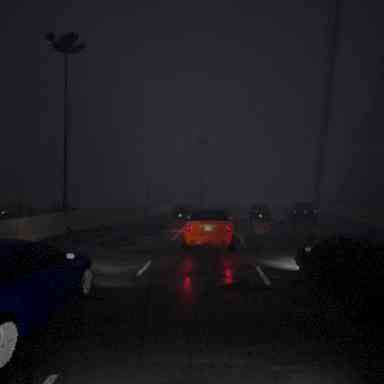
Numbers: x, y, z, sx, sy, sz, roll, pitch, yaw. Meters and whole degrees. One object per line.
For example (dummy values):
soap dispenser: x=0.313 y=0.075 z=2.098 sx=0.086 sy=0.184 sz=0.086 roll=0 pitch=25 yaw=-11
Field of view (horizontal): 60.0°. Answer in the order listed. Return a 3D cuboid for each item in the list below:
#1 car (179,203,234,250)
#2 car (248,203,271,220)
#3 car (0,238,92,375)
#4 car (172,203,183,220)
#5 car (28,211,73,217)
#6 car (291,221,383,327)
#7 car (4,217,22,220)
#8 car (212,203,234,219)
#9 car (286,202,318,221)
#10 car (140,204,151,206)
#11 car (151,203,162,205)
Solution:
car: x=0.816 y=1.507 z=15.285 sx=2.097 sy=1.767 sz=4.553 roll=0 pitch=-1 yaw=4
car: x=6.414 y=1.841 z=31.536 sx=1.837 sy=1.490 sz=4.892 roll=0 pitch=0 yaw=10
car: x=-3.248 y=1.525 z=5.641 sx=1.882 sy=1.535 sz=5.008 roll=0 pitch=0 yaw=2
car: x=-0.627 y=1.822 z=31.878 sx=1.837 sy=1.490 sz=4.892 roll=0 pitch=0 yaw=10
car: x=-11.861 y=1.744 z=29.050 sx=2.128 sy=1.511 sz=4.902 roll=0 pitch=-1 yaw=8
car: x=3.786 y=1.632 z=7.213 sx=2.033 sy=1.411 sz=5.357 roll=0 pitch=-1 yaw=2
car: x=-15.457 y=1.588 z=28.560 sx=2.097 sy=1.767 sz=4.553 roll=0 pitch=-1 yaw=8
car: x=3.248 y=1.872 z=33.725 sx=1.812 sy=1.442 sz=4.674 roll=0 pitch=0 yaw=10
car: x=9.598 y=1.673 z=29.265 sx=2.097 sy=1.767 sz=4.553 roll=0 pitch=-1 yaw=9
car: x=-9.280 y=2.177 z=68.810 sx=1.812 sy=1.442 sz=4.674 roll=0 pitch=-1 yaw=19
car: x=-5.864 y=2.128 z=67.966 sx=1.882 sy=1.535 sz=5.008 roll=0 pitch=-1 yaw=19
